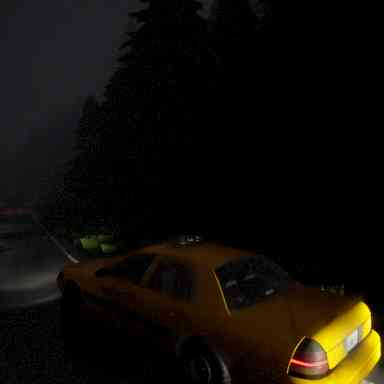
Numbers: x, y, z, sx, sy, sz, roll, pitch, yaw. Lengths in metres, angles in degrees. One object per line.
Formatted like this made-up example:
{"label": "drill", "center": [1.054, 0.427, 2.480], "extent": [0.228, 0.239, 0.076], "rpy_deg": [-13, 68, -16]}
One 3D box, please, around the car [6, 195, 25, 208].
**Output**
{"label": "car", "center": [-21.205, 1.058, 40.011], "extent": [2.128, 1.511, 4.902], "rpy_deg": [-2, 2, -27]}

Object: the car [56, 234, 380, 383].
{"label": "car", "center": [-0.255, 1.418, 5.070], "extent": [5.366, 1.575, 1.801], "rpy_deg": [1, 1, 44]}
